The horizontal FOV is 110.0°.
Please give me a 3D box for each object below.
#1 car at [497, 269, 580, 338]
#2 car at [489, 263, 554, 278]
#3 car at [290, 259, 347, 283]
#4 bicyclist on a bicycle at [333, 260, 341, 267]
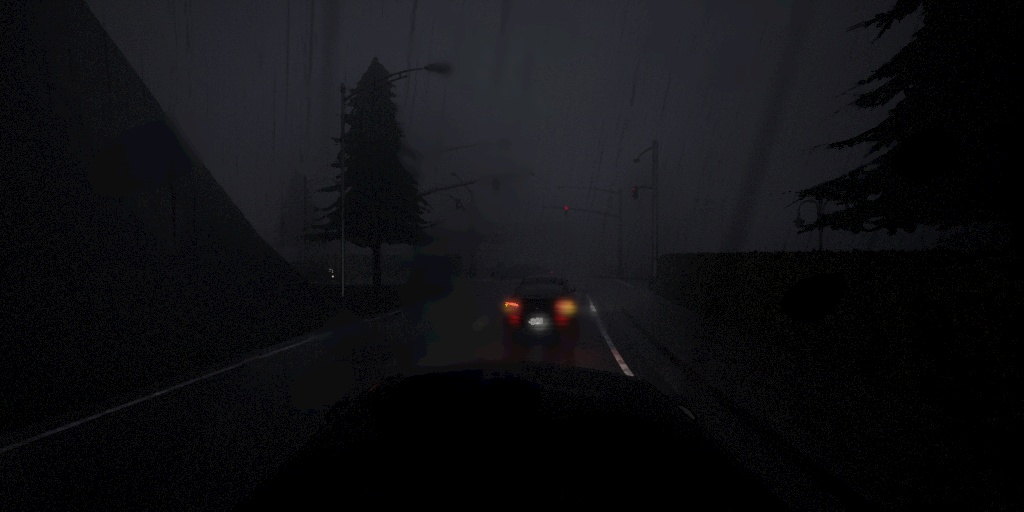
[{"bbox_3d":[0.927,1.276,10.119,1.812,1.442,4.674,0,0,9],"label":"car"},{"bbox_3d":[0.879,1.297,29.267,5.357,1.411,2.033,0,0,8],"label":"car"},{"bbox_3d":[-15.324,1.102,27.986,4.553,1.767,2.097,0,0,9],"label":"car"},{"bbox_3d":[-17.340,1.203,35.410,0.582,1.620,1.656,0,0,8],"label":"bicyclist on a bicycle"}]
